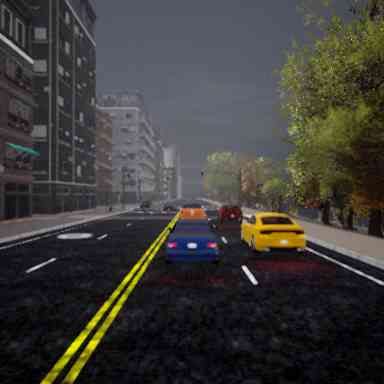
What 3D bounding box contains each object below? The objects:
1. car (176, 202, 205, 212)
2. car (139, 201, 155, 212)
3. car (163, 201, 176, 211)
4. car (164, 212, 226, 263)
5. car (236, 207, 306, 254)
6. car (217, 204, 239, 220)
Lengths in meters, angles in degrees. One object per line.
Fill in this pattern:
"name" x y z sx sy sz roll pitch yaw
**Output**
"car" 0.033 1.662 28.406 2.097 1.767 4.553 0 -1 0
"car" -6.494 2.046 48.552 1.837 1.490 4.892 0 -1 0
"car" -3.234 2.097 49.502 2.033 1.411 5.357 0 -1 0
"car" 0.016 1.684 12.497 2.033 1.411 5.357 0 -1 0
"car" 3.283 1.632 14.239 1.882 1.535 5.008 0 0 0
"car" 3.290 1.797 29.227 1.882 1.535 5.008 0 0 0
